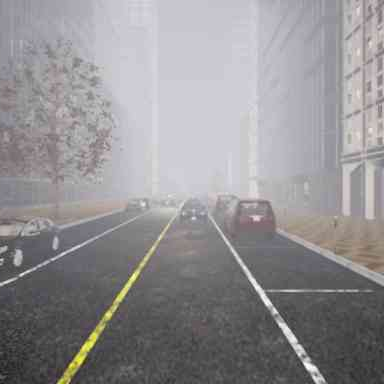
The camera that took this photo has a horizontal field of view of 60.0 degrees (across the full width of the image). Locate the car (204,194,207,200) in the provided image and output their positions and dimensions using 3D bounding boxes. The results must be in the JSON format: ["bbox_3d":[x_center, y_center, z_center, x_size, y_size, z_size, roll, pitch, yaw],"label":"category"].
[{"bbox_3d":[2.728,1.246,39.259,1.752,1.417,4.829,0,0,0],"label":"car"}]

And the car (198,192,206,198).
[{"bbox_3d":[2.773,0.762,90.315,1.967,1.590,4.097,0,0,0],"label":"car"}]

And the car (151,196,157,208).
[{"bbox_3d":[-5.653,1.288,39.109,1.947,1.339,4.313,0,0,0],"label":"car"}]

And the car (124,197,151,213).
[{"bbox_3d":[-5.658,1.315,33.417,2.008,1.369,4.403,0,0,0],"label":"car"}]

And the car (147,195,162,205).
[{"bbox_3d":[-5.643,1.218,50.492,1.802,1.307,4.206,0,0,0],"label":"car"}]

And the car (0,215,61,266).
[{"bbox_3d":[-5.678,1.477,10.648,2.008,1.369,4.403,0,0,0],"label":"car"}]

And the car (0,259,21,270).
[{"bbox_3d":[-3.099,1.550,1.940,1.994,1.385,4.181,0,0,0],"label":"car"}]

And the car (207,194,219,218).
[{"bbox_3d":[2.719,1.121,27.704,2.192,1.841,5.009,0,0,0],"label":"car"}]

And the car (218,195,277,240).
[{"bbox_3d":[2.709,1.201,16.320,2.192,1.841,5.009,0,0,0],"label":"car"}]

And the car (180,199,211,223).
[{"bbox_3d":[0.121,1.432,24.061,1.895,1.301,4.718,0,0,0],"label":"car"}]

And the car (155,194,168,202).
[{"bbox_3d":[-5.634,1.099,61.877,2.008,1.369,4.403,0,0,0],"label":"car"}]

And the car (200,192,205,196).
[{"bbox_3d":[2.752,1.070,67.550,1.947,1.339,4.313,0,0,0],"label":"car"}]

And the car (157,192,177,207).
[{"bbox_3d":[-3.050,1.174,44.294,2.128,1.511,4.902,0,1,0],"label":"car"}]

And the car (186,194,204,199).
[{"bbox_3d":[0.136,1.269,41.436,1.994,1.385,4.181,0,0,0],"label":"car"}]

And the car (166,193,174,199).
[{"bbox_3d":[-5.614,0.950,84.646,1.802,1.307,4.206,0,0,0],"label":"car"}]

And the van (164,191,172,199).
[{"bbox_3d":[-5.618,0.755,78.952,1.690,1.788,3.998,0,0,0],"label":"van"}]
